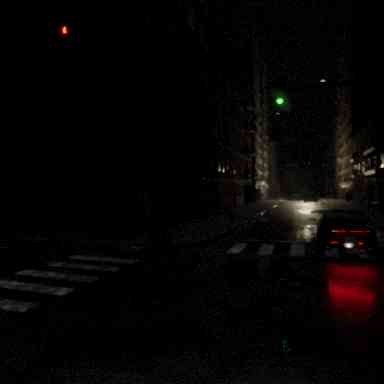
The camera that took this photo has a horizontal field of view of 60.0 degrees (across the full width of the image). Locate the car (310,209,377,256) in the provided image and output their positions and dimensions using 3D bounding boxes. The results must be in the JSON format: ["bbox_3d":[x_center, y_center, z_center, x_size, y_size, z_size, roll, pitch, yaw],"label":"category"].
[{"bbox_3d":[5.709,1.417,12.802,1.837,1.490,4.892,-1,0,18],"label":"car"}]

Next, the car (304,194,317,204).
[{"bbox_3d":[20.577,1.058,57.819,2.097,1.767,4.553,-1,0,18],"label":"car"}]
